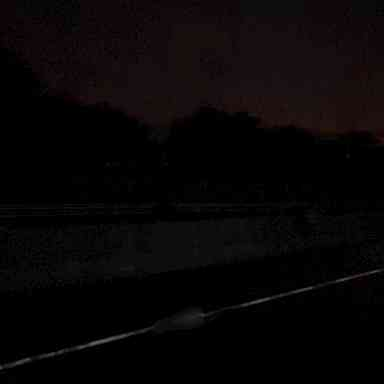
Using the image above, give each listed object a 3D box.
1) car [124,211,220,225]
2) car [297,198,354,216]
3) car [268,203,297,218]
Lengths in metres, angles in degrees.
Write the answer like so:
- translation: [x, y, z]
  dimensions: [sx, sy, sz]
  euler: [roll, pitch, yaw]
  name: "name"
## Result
- translation: [-0.923, 1.651, 16.231]
  dimensions: [5.357, 1.411, 2.033]
  euler: [1, -1, -36]
  name: "car"
- translation: [12.389, 1.565, 30.025]
  dimensions: [5.566, 2.045, 2.150]
  euler: [1, -1, -35]
  name: "car"
- translation: [9.537, 1.807, 32.289]
  dimensions: [5.008, 1.535, 1.882]
  euler: [1, -1, -35]
  name: "car"
